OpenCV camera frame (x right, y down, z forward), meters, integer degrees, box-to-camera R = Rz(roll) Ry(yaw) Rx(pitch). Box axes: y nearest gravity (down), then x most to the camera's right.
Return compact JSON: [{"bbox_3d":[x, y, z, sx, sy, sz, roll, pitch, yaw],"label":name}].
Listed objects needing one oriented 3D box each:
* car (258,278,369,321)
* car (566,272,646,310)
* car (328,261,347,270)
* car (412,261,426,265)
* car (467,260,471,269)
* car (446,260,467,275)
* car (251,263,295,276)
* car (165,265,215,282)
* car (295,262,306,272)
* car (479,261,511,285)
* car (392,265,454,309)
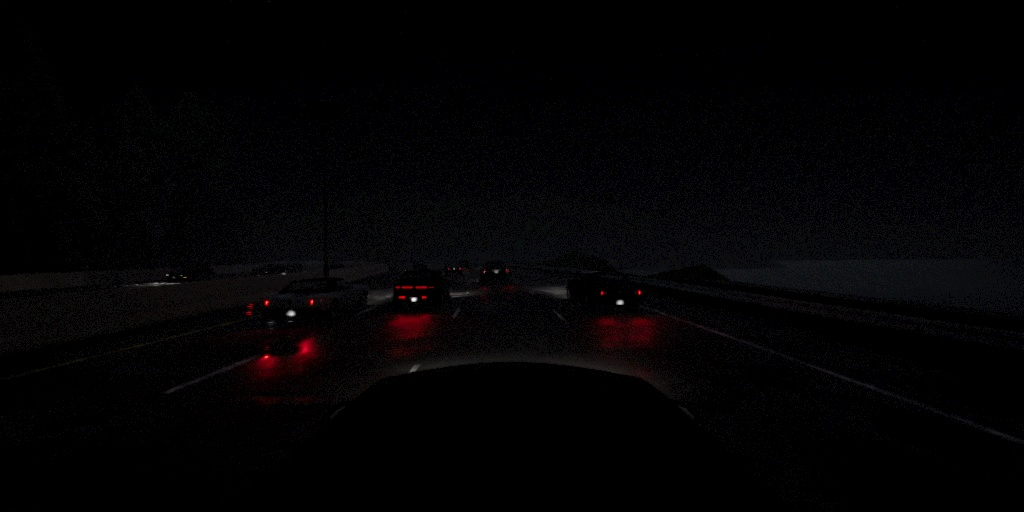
[{"bbox_3d":[-6.845,1.447,13.055,1.895,1.301,4.718,-1,0,-4],"label":"car"},{"bbox_3d":[3.556,1.310,14.569,1.895,1.301,4.718,-1,0,-4],"label":"car"},{"bbox_3d":[-23.630,1.632,48.445,2.033,1.411,5.357,-1,0,-14],"label":"car"},{"bbox_3d":[-13.907,1.435,53.692,1.882,1.535,5.008,0,0,-17],"label":"car"},{"bbox_3d":[-7.961,1.386,58.183,1.837,1.490,4.892,0,0,-18],"label":"car"},{"bbox_3d":[-6.689,1.404,40.250,2.033,1.411,5.357,-1,0,-14],"label":"car"},{"bbox_3d":[-24.424,1.581,36.295,2.128,1.511,4.902,-1,0,-11],"label":"car"},{"bbox_3d":[-31.317,1.684,35.089,1.837,1.490,4.892,-1,0,-11],"label":"car"},{"bbox_3d":[-32.535,1.766,53.944,1.994,1.385,4.181,-1,0,-17],"label":"car"},{"bbox_3d":[-1.394,1.132,27.021,2.097,1.767,4.553,-1,0,-8],"label":"car"},{"bbox_3d":[-3.754,1.312,15.422,1.837,1.490,4.892,0,0,-4],"label":"car"}]
